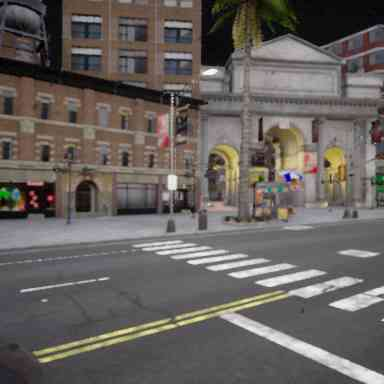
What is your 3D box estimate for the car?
[{"bbox_3d":[-3.200,1.491,1.463,4.892,1.490,1.837,0,0,-36],"label":"car"}]
